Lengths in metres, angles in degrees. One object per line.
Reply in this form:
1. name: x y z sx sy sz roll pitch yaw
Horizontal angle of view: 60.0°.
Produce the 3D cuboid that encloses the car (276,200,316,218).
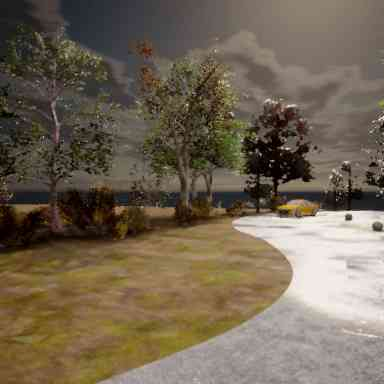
1. car: 9.566 1.470 30.339 1.882 1.535 5.008 -1 -1 44
